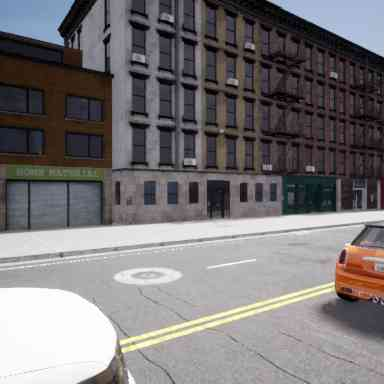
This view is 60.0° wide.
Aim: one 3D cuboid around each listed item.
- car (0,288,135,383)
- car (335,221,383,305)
[{"bbox_3d":[-2.933,1.224,1.362,5.566,2.045,2.150,0,0,-36],"label":"car"},{"bbox_3d":[5.088,1.352,7.034,4.553,1.767,2.097,0,0,-35],"label":"car"}]
